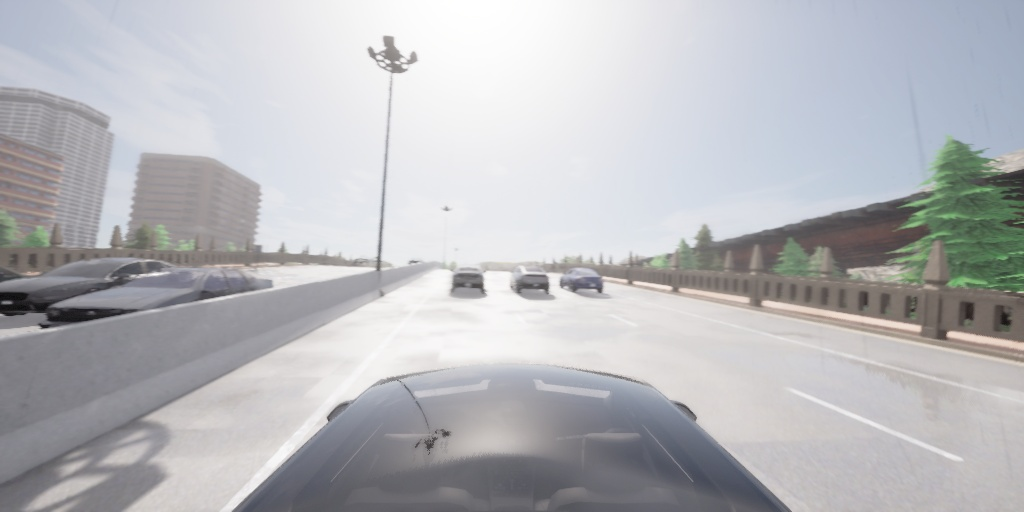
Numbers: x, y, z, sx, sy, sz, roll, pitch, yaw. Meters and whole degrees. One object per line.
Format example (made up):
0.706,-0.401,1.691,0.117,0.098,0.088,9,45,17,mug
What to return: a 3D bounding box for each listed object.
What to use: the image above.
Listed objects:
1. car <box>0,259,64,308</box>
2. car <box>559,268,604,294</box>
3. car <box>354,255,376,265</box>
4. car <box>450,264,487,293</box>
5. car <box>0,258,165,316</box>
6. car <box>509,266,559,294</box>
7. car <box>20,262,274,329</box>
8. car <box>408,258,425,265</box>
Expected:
-15.387,0.787,9.331,1.895,1.301,4.718,2,0,-7,car
4.290,1.483,22.538,1.812,1.442,4.674,2,0,-7,car
-20.429,0.512,49.823,1.895,1.301,4.718,2,-3,-7,car
-2.499,1.202,20.487,1.837,1.490,4.892,2,0,-7,car
-12.035,0.820,10.749,1.837,1.490,4.892,2,0,-7,car
0.954,1.320,21.052,2.128,1.511,4.902,2,0,-7,car
-8.344,0.999,9.403,2.033,1.411,5.357,2,0,-7,car
-13.492,0.877,50.693,1.895,1.301,4.718,2,-3,-7,car
